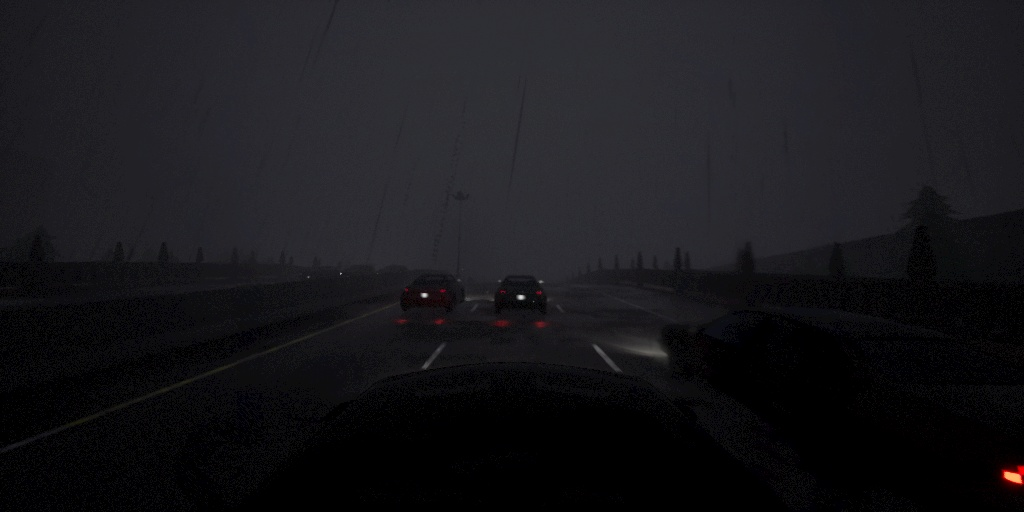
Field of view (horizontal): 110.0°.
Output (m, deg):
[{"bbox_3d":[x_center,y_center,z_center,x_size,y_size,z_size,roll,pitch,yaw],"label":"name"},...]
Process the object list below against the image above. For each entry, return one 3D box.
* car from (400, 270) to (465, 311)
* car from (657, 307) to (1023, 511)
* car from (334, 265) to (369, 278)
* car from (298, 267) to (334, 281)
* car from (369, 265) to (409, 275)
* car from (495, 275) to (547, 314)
[{"bbox_3d":[-3.159,1.407,15.028,1.994,1.385,4.181,1,-1,0],"label":"car"},{"bbox_3d":[3.757,1.375,4.590,2.033,1.411,5.357,1,-1,0],"label":"car"},{"bbox_3d":[-13.636,1.560,32.271,1.837,1.490,4.892,1,-3,1],"label":"car"},{"bbox_3d":[-17.132,1.618,32.501,1.895,1.301,4.718,1,-3,1],"label":"car"},{"bbox_3d":[-10.156,1.519,31.014,1.882,1.535,5.008,1,-3,1],"label":"car"},{"bbox_3d":[0.338,1.449,14.726,1.994,1.385,4.181,1,-1,0],"label":"car"}]
